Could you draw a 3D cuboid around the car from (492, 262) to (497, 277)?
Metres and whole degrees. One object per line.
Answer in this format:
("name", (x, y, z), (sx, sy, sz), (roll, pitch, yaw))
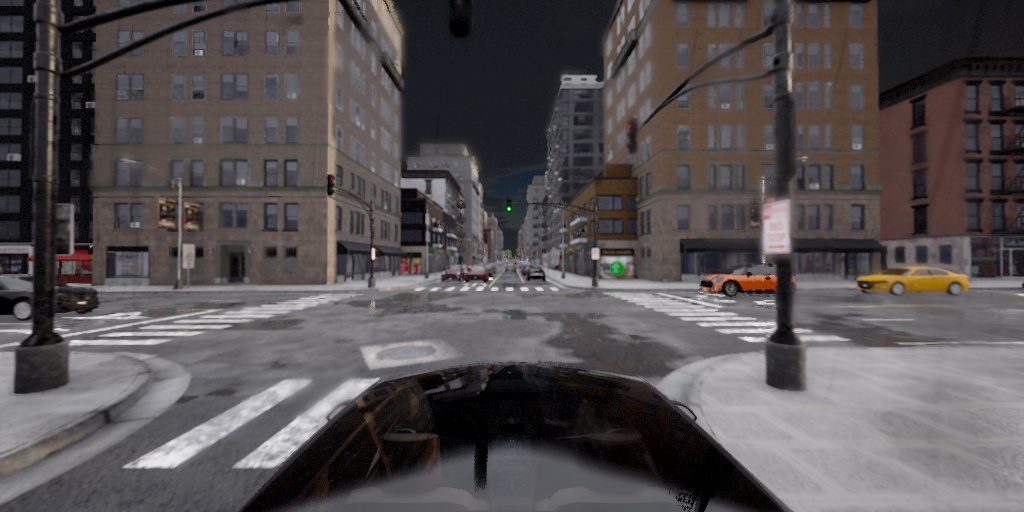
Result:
("car", (-3.166, 1.788, 43.034), (1.837, 1.490, 4.892), (0, -1, 0))

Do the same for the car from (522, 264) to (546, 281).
("car", (2.315, 1.744, 35.254), (1.948, 1.339, 4.313), (0, 0, 0))

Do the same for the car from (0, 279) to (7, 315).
("car", (-17.701, 1.447, 9.724), (5.357, 1.411, 2.033), (0, -1, 4))

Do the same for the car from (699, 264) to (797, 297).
("car", (12.874, 1.263, 19.789), (4.553, 1.767, 2.097), (0, -1, 0))

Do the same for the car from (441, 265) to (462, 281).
("car", (-5.710, 1.619, 35.259), (1.967, 1.591, 4.097), (0, 0, 0))

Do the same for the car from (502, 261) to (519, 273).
("car", (-0.209, 2.007, 59.995), (2.128, 1.511, 4.902), (0, -1, 0))

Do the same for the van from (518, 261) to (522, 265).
("van", (2.326, 1.818, 57.295), (1.690, 1.789, 3.998), (0, 0, 0))

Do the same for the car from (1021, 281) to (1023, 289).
("car", (31.544, 1.336, 19.871), (4.892, 1.490, 1.837), (0, -1, 0))

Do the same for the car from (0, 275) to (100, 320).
("car", (-18.025, 1.422, 12.946), (5.008, 1.535, 1.882), (0, -1, 0))

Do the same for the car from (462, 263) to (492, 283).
("car", (-3.174, 1.633, 33.441), (1.882, 1.535, 5.008), (0, -1, 0))

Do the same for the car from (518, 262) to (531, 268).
("car", (2.323, 1.967, 51.785), (1.948, 1.339, 4.313), (0, 0, 0))

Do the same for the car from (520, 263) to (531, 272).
("car", (2.321, 1.908, 46.275), (1.802, 1.307, 4.207), (0, 0, 0))

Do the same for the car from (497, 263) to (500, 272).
("car", (-3.150, 2.021, 53.172), (1.895, 1.301, 4.718), (0, -1, 0))

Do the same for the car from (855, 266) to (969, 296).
("car", (21.978, 1.350, 19.832), (5.008, 1.535, 1.882), (0, -1, 0))
